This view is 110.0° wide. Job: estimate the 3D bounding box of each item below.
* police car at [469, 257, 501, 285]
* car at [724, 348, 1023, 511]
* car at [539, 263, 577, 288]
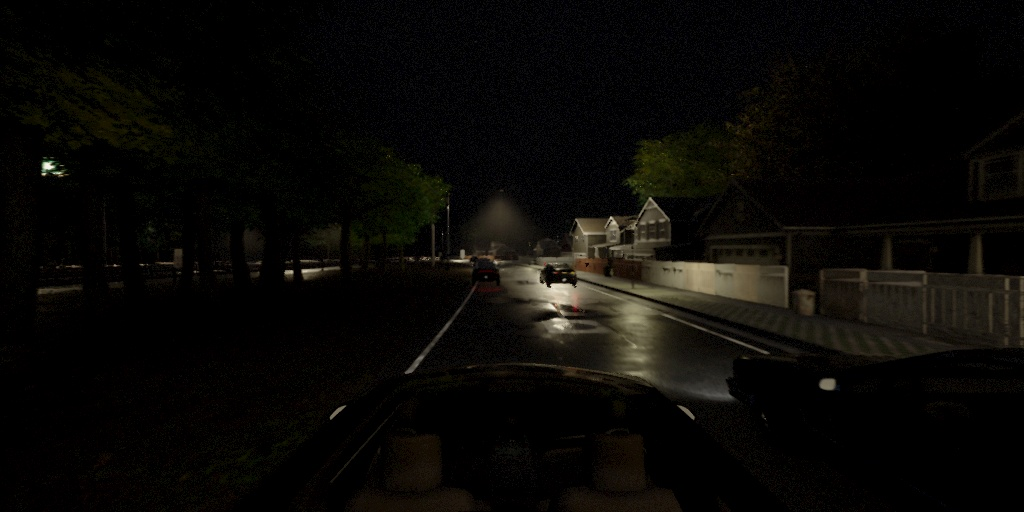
[{"bbox_3d":[-1.821,1.132,25.494,1.930,1.638,5.238,0,0,-4],"label":"police car"},{"bbox_3d":[3.584,1.291,2.009,2.033,1.411,5.357,0,0,0],"label":"car"},{"bbox_3d":[2.921,1.192,23.335,2.128,1.511,4.902,0,0,-3],"label":"car"}]
